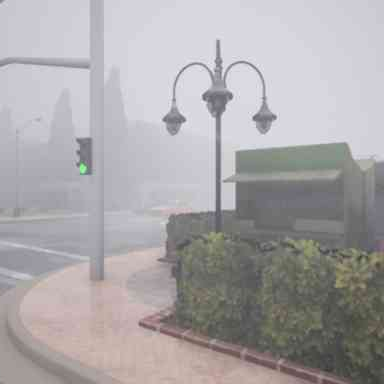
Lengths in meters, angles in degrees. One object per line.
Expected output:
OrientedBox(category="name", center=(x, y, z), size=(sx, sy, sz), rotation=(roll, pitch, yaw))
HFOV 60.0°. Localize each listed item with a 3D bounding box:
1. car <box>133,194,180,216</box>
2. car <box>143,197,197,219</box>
OrientedBox(category="car", center=(-3.191, 1.208, 32.377), size=(2.150, 2.045, 5.566), rotation=(0, 0, 37))
OrientedBox(category="car", center=(-1.541, 1.466, 28.744), size=(1.882, 1.535, 5.008), rotation=(0, 0, 37))
